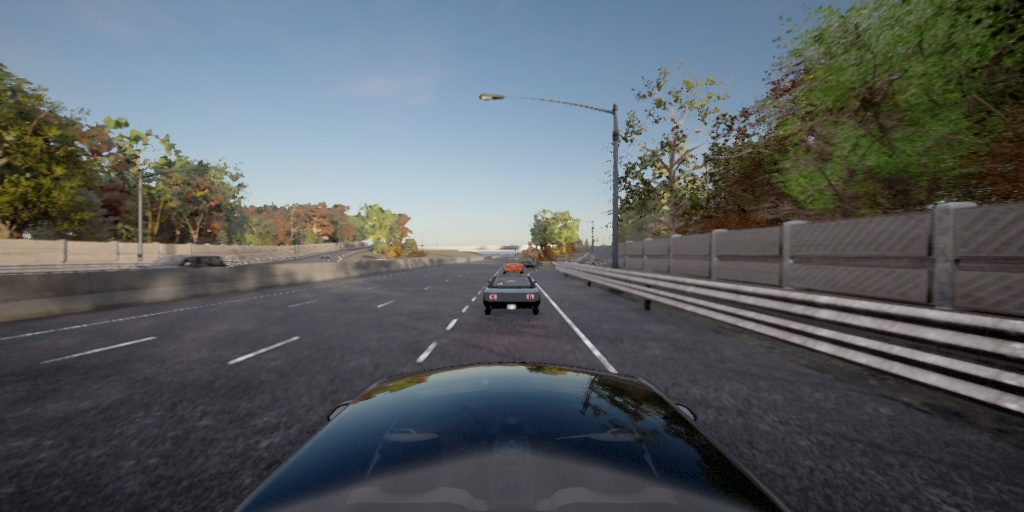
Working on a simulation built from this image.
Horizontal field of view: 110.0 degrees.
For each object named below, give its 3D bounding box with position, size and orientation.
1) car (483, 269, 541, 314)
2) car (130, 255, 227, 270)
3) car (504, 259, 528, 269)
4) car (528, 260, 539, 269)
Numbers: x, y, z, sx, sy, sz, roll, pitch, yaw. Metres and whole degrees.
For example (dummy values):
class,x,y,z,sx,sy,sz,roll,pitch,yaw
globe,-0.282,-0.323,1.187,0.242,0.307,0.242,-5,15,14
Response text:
class,x,y,z,sx,sy,sz,roll,pitch,yaw
car,-0.008,1.347,13.765,1.895,1.301,4.718,0,0,0
car,-21.085,0.967,22.948,2.150,2.045,5.566,0,0,0
car,0.323,1.097,40.287,2.097,1.767,4.553,0,0,4
car,2.956,1.336,56.141,1.837,1.490,4.892,1,-2,14
